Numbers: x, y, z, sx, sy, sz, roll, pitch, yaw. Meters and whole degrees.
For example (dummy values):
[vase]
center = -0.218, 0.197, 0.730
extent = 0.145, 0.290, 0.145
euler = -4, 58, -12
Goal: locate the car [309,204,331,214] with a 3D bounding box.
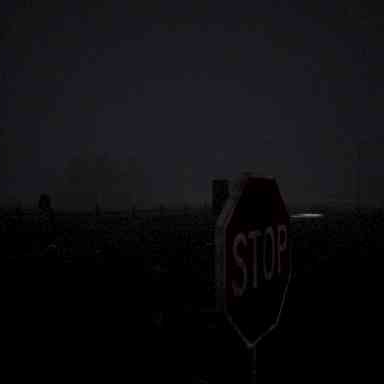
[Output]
[car]
center = 18.080, 2.338, 46.943
extent = 1.895, 1.301, 4.718
euler = -1, -1, 35
